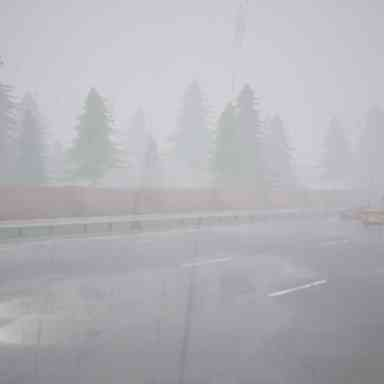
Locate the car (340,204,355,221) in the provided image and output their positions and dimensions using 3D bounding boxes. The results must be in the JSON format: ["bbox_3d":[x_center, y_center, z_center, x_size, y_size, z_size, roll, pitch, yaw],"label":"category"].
[{"bbox_3d":[13.636,1.593,26.378,4.181,1.385,1.994,0,0,-36],"label":"car"}]

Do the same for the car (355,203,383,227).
[{"bbox_3d":[12.989,1.503,21.618,5.008,1.535,1.882,0,0,-36],"label":"car"}]
